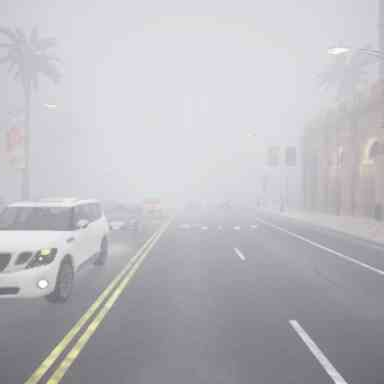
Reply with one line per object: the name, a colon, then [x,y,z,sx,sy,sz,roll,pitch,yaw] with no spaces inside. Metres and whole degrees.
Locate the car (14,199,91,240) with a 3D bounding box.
car: [-7.121,1.300,17.567,2.097,1.767,4.553,0,0,0]

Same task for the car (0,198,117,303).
car: [-3.630,1.196,8.445,2.150,2.045,5.566,0,0,-1]

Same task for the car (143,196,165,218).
car: [-3.514,1.260,28.770,2.097,1.767,4.553,0,0,1]

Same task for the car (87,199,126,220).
car: [-7.031,1.391,27.991,1.882,1.535,5.008,0,0,1]

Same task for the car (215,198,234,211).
car: [3.728,1.394,38.823,1.812,1.442,4.674,0,0,2]

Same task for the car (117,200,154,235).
car: [-3.613,1.433,18.506,2.128,1.511,4.902,0,0,0]

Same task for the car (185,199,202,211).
car: [0.174,1.473,38.447,1.895,1.301,4.718,0,0,1]
